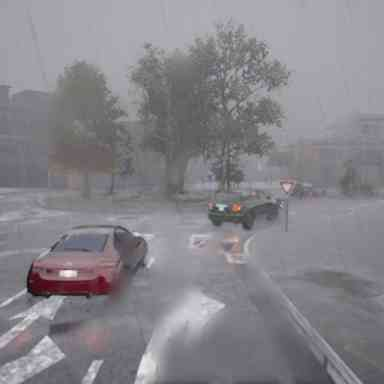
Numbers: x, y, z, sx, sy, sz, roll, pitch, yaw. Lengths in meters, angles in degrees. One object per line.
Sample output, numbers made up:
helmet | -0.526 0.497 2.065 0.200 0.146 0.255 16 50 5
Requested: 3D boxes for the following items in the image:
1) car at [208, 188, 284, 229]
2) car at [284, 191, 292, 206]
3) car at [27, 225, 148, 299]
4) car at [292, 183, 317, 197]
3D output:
car | 3.035 0.789 18.974 2.150 2.045 5.566 3 5 35
car | 5.305 0.626 25.235 1.837 1.490 4.892 4 6 44
car | -2.370 1.528 8.514 1.994 1.385 4.181 0 1 1
car | 12.473 -0.266 37.642 1.837 1.490 4.892 0 4 -3
